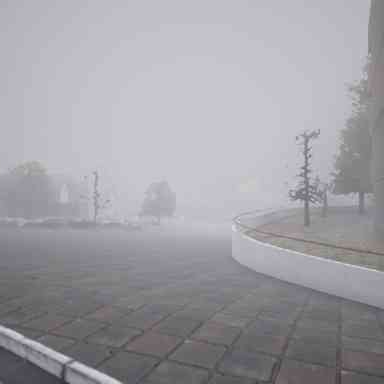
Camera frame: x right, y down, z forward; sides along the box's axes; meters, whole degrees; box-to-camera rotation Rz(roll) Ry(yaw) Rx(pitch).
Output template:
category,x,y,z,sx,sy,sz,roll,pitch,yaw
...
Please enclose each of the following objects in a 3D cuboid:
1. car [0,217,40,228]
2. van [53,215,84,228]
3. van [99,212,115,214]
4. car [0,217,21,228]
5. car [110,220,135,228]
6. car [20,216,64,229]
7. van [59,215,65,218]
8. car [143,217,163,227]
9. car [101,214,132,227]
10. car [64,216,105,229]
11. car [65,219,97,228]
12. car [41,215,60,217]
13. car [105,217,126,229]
category,x,y,z,sx,sy,sz,roll,pitch,yaw
car,-24.313,4.331,46.922,4.674,1.452,2.002,0,-6,5
van,-20.416,4.914,55.152,4.442,1.987,1.878,0,-6,5
van,-23.454,7.323,92.576,1.878,1.987,4.442,0,1,10
car,-25.556,4.049,44.174,4.674,1.452,2.002,0,-5,5
car,-14.257,6.586,68.800,4.674,1.452,2.002,0,-5,5
car,-19.810,4.267,44.197,1.895,1.301,4.718,-1,-6,24
van,-21.673,4.631,52.412,4.442,1.987,1.878,0,-6,5
car,-8.359,6.487,69.234,2.128,1.511,4.902,-1,-6,24
car,-15.531,6.014,66.091,5.566,2.045,2.435,0,-5,5
car,-14.758,4.436,46.024,1.882,1.535,5.008,-1,-6,24
car,-19.271,5.420,57.865,4.892,1.521,2.231,0,-5,5
car,-23.236,4.569,49.674,5.366,1.575,1.946,0,-5,5
car,-14.005,5.506,56.966,1.812,1.442,4.674,-1,-6,25
